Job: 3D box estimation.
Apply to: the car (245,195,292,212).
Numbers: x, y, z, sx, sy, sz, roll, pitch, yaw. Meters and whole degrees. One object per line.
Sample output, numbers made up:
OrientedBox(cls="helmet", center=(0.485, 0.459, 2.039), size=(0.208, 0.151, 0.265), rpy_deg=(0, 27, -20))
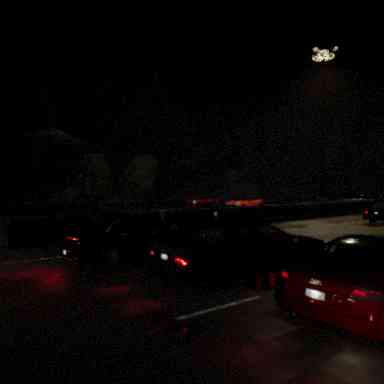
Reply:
OrientedBox(cls="car", center=(7.419, 1.280, 30.759), size=(4.674, 1.442, 1.812), rpy_deg=(-1, 1, -36))

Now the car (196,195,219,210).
OrientedBox(cls="car", center=(3.503, 1.300, 36.579), size=(5.357, 1.411, 2.033), rpy_deg=(-1, 1, -35))

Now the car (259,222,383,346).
OrientedBox(cls="car", center=(3.516, 1.518, 6.252), size=(4.181, 1.385, 1.994), rpy_deg=(-1, 0, -35))

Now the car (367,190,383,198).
OrientedBox(cls="car", center=(33.238, 0.514, 57.661), size=(5.357, 1.411, 2.033), rpy_deg=(-2, 1, -35))

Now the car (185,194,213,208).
OrientedBox(cls="car", center=(1.363, 1.106, 39.348), size=(4.553, 1.767, 2.097), rpy_deg=(-1, 1, -35))

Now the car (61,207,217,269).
OrientedBox(cls="car", center=(-1.743, 1.473, 11.100), size=(4.892, 1.490, 1.837), rpy_deg=(-1, 0, -35))

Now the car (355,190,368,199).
OrientedBox(cls="car", center=(31.798, 0.452, 60.934), size=(4.892, 1.490, 1.837), rpy_deg=(-2, 1, -35))

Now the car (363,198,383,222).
OrientedBox(cls="car", center=(13.334, 1.306, 21.851), size=(5.357, 1.411, 2.033), rpy_deg=(-1, 1, -35))

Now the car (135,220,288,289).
OrientedBox(cls="car", center=(1.403, 1.503, 9.044), size=(5.357, 1.411, 2.033), rpy_deg=(-1, 0, -35))

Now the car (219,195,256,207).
OrientedBox(cls="car", center=(5.415, 1.106, 33.642), size=(4.553, 1.767, 2.097), rpy_deg=(-1, 1, -35))
